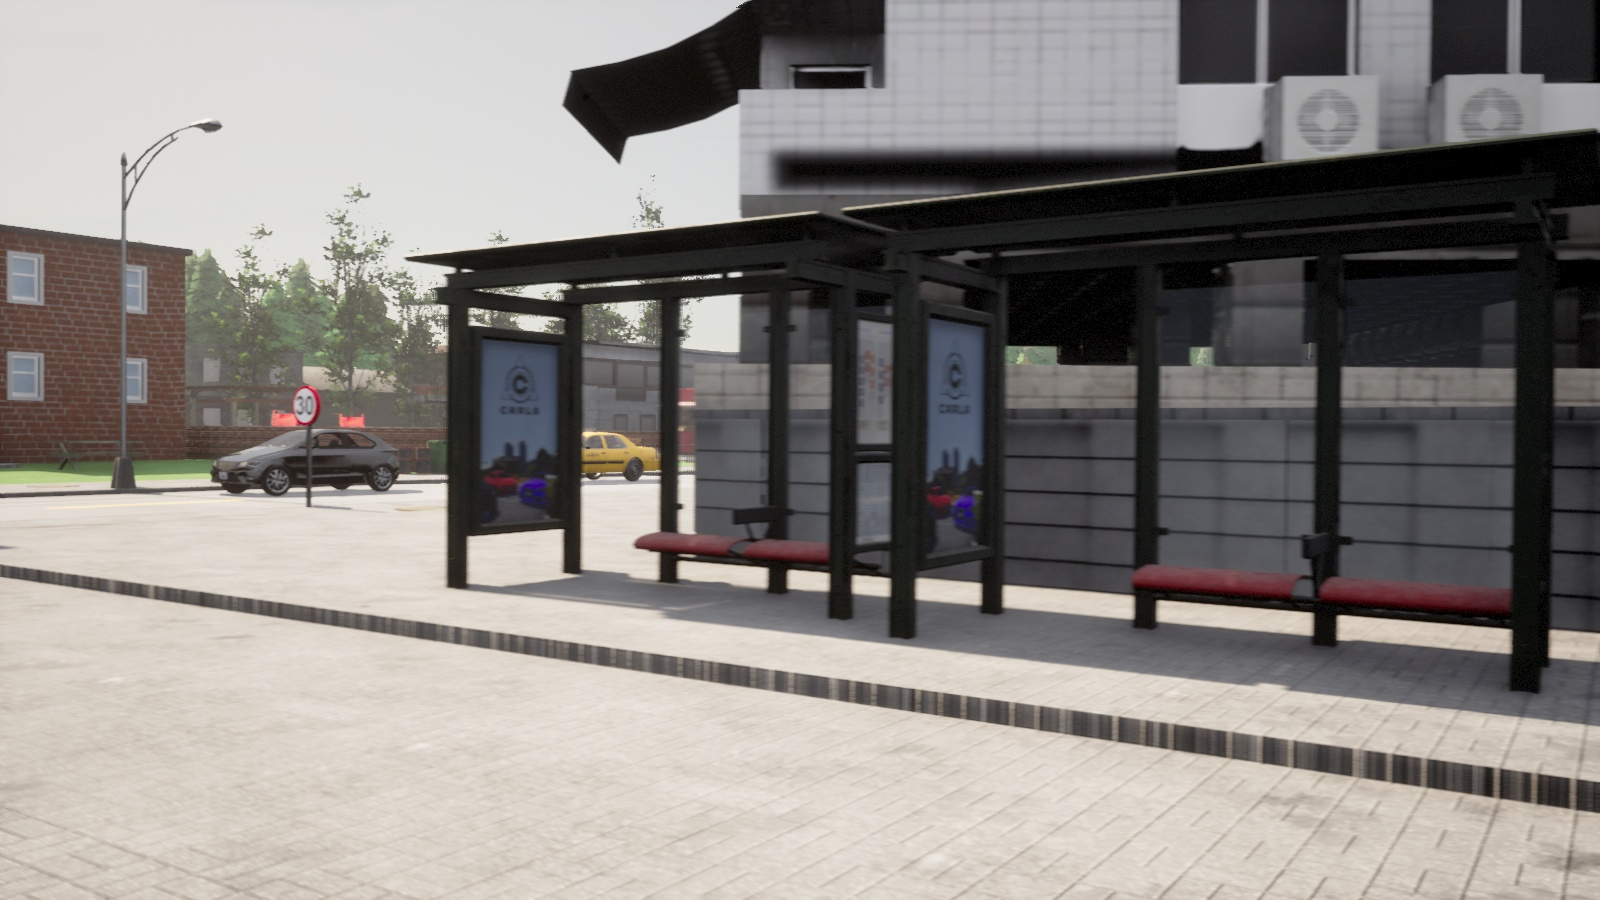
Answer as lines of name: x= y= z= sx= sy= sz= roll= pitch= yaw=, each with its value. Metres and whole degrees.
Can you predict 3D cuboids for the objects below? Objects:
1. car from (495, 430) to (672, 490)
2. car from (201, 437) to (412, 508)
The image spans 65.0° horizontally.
car: x=-6.144 y=0.230 z=36.344 sx=1.801 sy=1.575 sz=5.366 roll=0 pitch=1 yaw=34
car: x=-11.191 y=0.454 z=28.731 sx=1.816 sy=1.474 sz=4.193 roll=0 pitch=1 yaw=34
